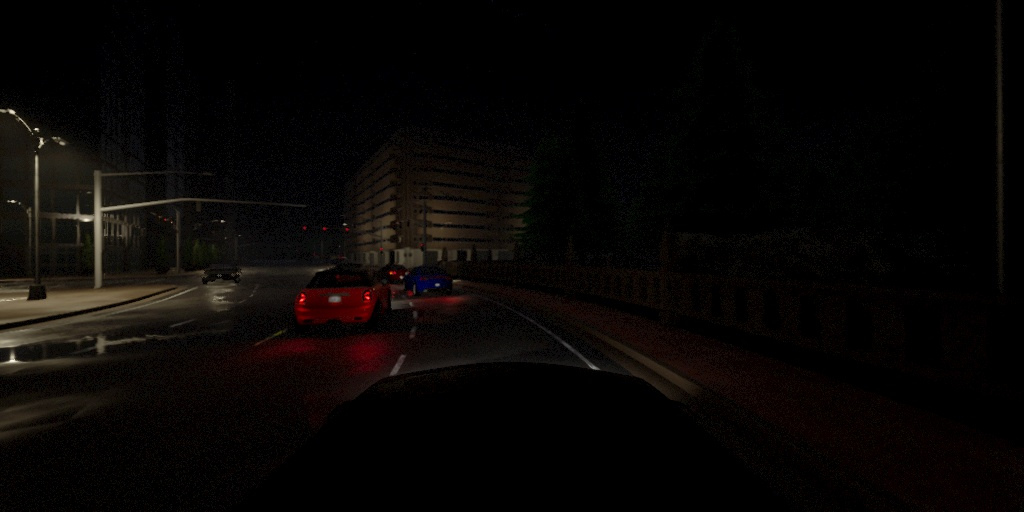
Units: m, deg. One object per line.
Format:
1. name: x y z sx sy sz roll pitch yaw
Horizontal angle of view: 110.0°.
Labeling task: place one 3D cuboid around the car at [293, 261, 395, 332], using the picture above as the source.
1. car: -5.127 1.158 11.427 2.097 1.767 4.553 -1 0 -14

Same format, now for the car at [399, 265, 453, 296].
1. car: -4.805 1.293 20.096 1.882 1.535 5.008 0 0 -26

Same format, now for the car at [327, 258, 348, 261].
1. car: -10.804 1.224 23.686 2.097 1.767 4.553 0 0 -31

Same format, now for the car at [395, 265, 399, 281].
1. car: -9.321 1.390 28.218 1.812 1.442 4.674 0 0 -33

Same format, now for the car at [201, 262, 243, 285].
1. car: -19.034 1.093 23.734 2.033 1.411 5.357 0 0 -34
